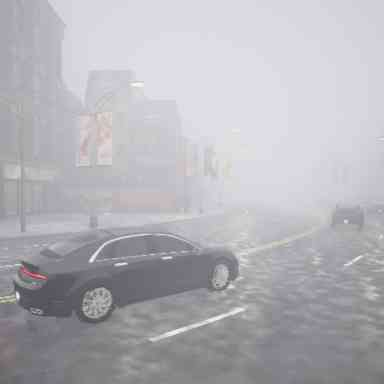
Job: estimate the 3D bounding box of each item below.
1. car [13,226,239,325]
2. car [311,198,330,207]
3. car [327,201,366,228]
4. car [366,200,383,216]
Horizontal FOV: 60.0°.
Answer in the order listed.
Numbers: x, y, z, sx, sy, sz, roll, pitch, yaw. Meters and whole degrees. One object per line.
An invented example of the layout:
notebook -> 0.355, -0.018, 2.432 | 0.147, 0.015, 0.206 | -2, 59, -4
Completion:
car -> -1.076, 1.501, 7.179 | 4.892, 1.490, 1.837 | 0, 1, -39
car -> 19.245, 1.537, 49.348 | 1.994, 1.385, 4.181 | 0, 0, 2
car -> 10.317, 1.494, 22.041 | 1.837, 1.490, 4.892 | 1, 0, 27
car -> 17.445, 1.511, 32.059 | 1.812, 1.442, 4.674 | 0, 0, 14
